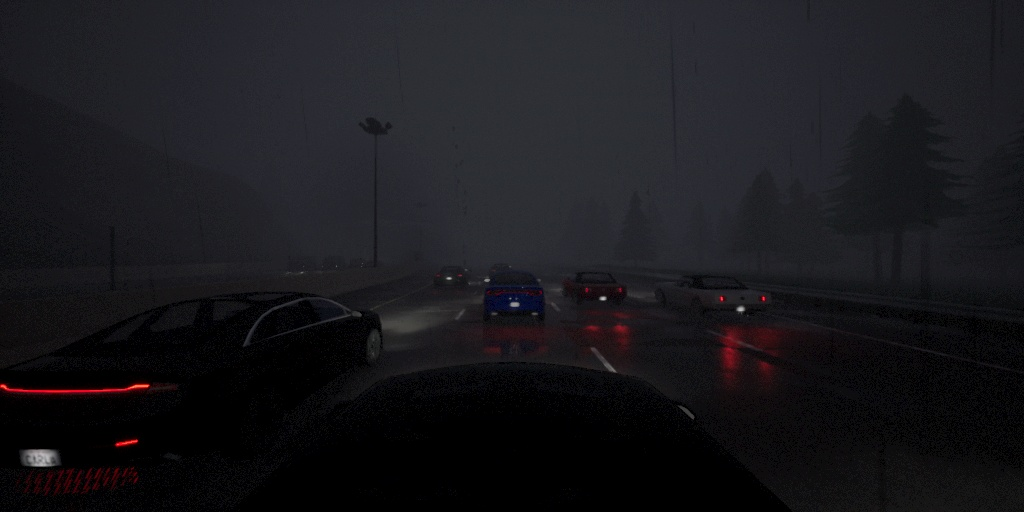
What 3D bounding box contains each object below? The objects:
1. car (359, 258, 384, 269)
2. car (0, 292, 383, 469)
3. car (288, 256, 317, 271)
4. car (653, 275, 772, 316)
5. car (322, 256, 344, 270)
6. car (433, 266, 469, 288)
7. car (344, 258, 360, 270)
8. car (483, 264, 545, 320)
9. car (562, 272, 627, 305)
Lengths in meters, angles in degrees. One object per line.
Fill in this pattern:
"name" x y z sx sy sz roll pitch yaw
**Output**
"car" -17.263 1.229 44.907 1.882 1.535 5.008 0 0 -10
"car" -3.401 1.242 5.011 2.128 1.511 4.902 0 0 0
"car" -28.848 0.971 49.520 2.150 2.045 5.566 0 0 -12
"car" 7.029 1.351 13.299 1.895 1.301 4.718 0 0 -1
"car" -25.844 0.971 52.255 2.150 2.045 5.566 0 0 -12
"car" -3.917 1.315 23.517 1.994 1.385 4.181 0 0 -4
"car" -22.213 1.104 51.910 2.097 1.767 4.553 0 0 -12
"car" 0.037 1.228 12.676 1.882 1.535 5.008 0 0 -1
"car" 3.462 1.351 16.090 1.895 1.301 4.718 0 0 -2
